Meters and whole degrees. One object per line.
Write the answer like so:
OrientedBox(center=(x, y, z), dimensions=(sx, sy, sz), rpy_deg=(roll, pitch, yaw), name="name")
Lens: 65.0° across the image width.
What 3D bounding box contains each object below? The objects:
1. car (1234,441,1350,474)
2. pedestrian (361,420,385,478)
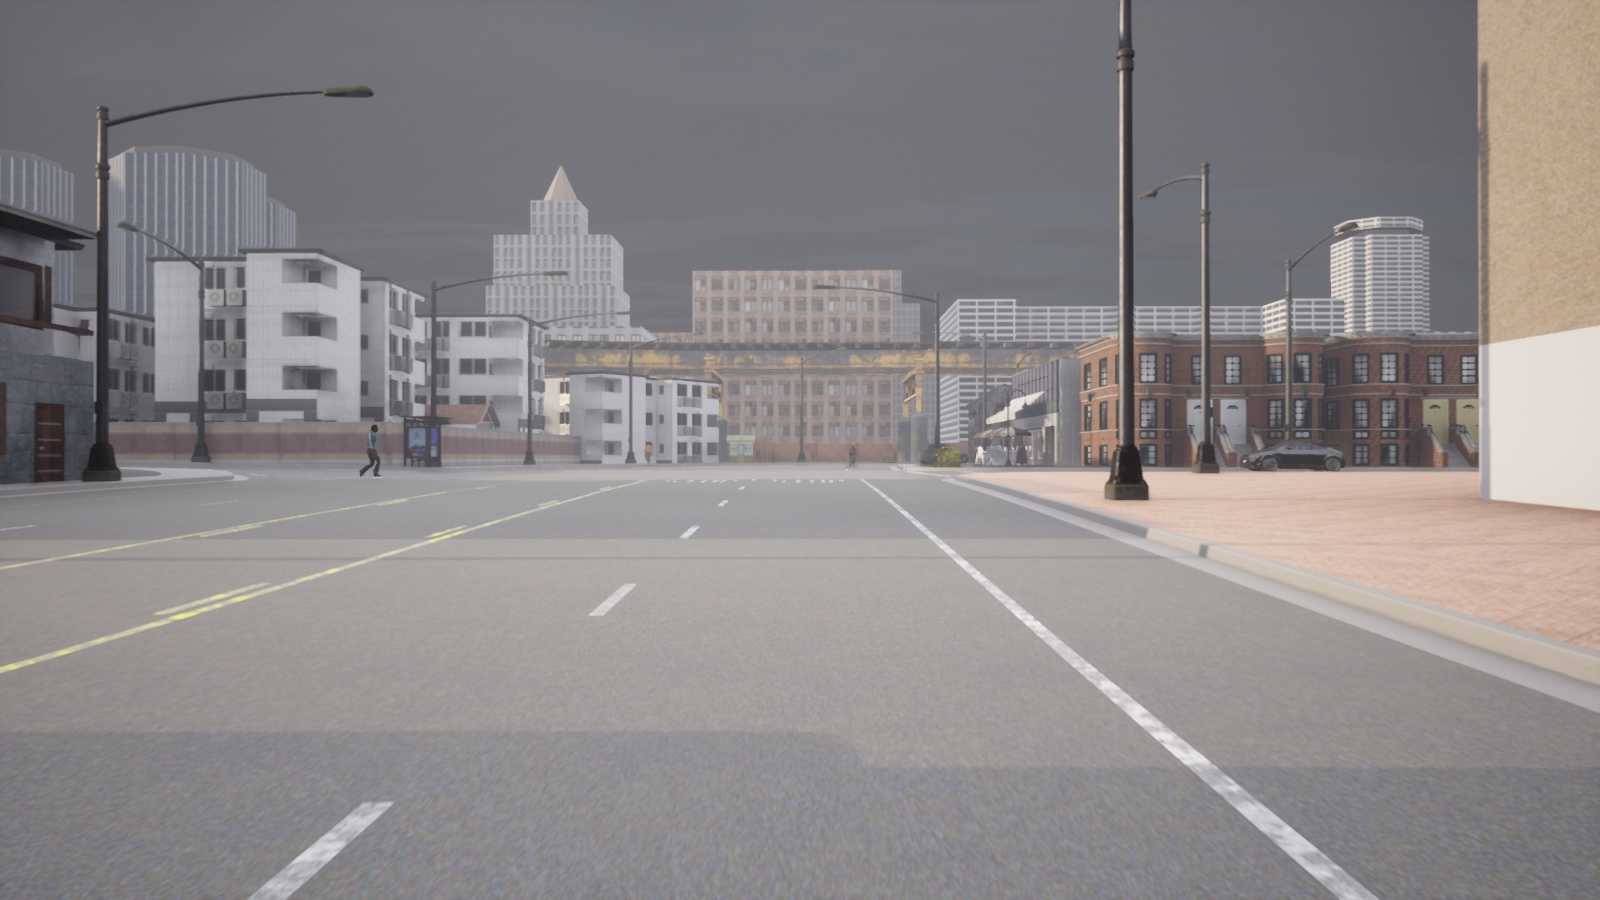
OrientedBox(center=(21.005, 0.333, 53.765), dimensions=(4.181, 1.385, 1.994), rpy_deg=(0, 0, 2), name="car")
OrientedBox(center=(-14.351, -0.043, 42.185), dimensions=(0.692, 1.930, 0.396), rpy_deg=(0, 0, -3), name="pedestrian")
